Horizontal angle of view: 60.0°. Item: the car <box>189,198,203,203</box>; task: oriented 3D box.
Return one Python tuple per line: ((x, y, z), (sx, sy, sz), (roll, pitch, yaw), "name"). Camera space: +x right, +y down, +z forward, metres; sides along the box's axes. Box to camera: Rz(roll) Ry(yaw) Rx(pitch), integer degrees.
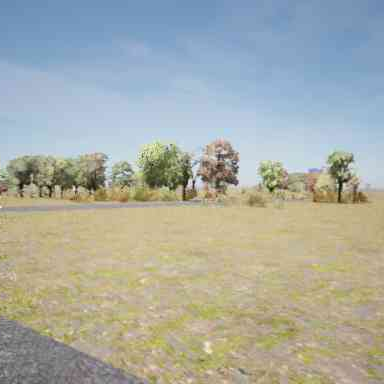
((1.145, 2.417, 93.569), (1.895, 1.301, 4.718), (1, 0, 36), "car")
